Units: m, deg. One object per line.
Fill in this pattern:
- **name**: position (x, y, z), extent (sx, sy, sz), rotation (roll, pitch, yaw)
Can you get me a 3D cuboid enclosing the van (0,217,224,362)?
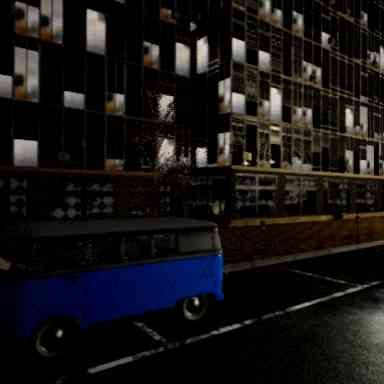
- **van**: position (-1.314, 1.355, 5.623), extent (3.998, 1.788, 1.690), rotation (0, 0, -36)
